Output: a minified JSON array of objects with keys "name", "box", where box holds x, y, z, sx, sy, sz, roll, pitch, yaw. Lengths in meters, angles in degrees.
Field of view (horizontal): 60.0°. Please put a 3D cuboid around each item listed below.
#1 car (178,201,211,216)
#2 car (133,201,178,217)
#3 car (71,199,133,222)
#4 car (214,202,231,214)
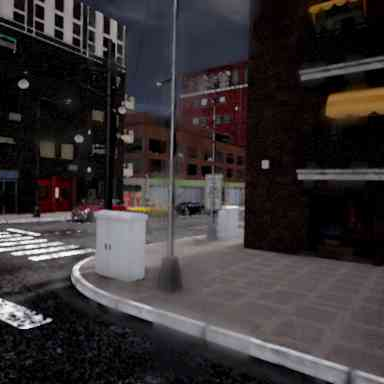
[{"name":"car","box":[-0.340,1.581,33.067,1.947,1.339,4.313,1,-1,35]},{"name":"car","box":[-3.591,1.435,28.394,1.752,1.417,4.829,1,-1,35]},{"name":"car","box":[-6.646,1.250,24.001,1.967,1.590,4.097,1,-1,35]},{"name":"car","box":[2.718,1.640,37.461,1.752,1.417,4.829,1,-1,35]}]
